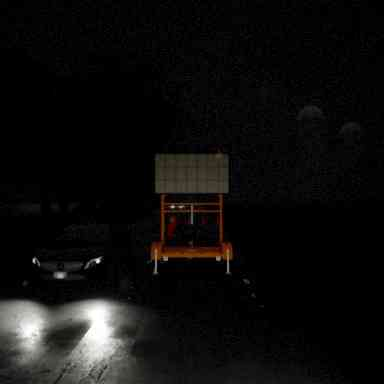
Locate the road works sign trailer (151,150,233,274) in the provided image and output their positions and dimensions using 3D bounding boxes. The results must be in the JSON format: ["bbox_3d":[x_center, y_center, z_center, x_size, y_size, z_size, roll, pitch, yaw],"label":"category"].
[{"bbox_3d":[-0.001,0.481,10.567,2.380,3.560,2.880,0,0,0],"label":"road works sign trailer"}]

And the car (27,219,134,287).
[{"bbox_3d":[-2.853,1.540,9.529,1.812,1.442,4.674,0,0,0],"label":"car"}]

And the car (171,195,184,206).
[{"bbox_3d":[-2.755,1.527,62.336,2.150,2.045,5.566,0,-1,0],"label":"car"}]
